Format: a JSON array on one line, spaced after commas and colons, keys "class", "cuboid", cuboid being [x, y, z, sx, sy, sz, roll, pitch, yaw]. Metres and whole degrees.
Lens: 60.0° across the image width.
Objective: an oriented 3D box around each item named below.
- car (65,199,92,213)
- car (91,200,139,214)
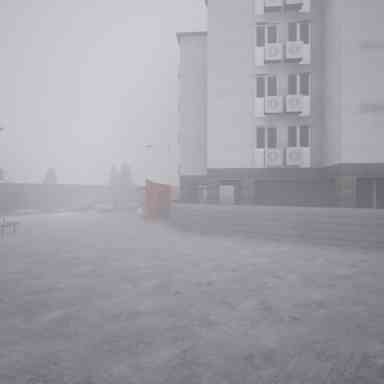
[{"class": "car", "cuboid": [-11.362, 1.547, 37.252, 2.033, 1.411, 5.357, 0, 0, 36]}, {"class": "car", "cuboid": [-7.821, 1.600, 35.021, 1.895, 1.301, 4.718, 0, 0, 36]}]
